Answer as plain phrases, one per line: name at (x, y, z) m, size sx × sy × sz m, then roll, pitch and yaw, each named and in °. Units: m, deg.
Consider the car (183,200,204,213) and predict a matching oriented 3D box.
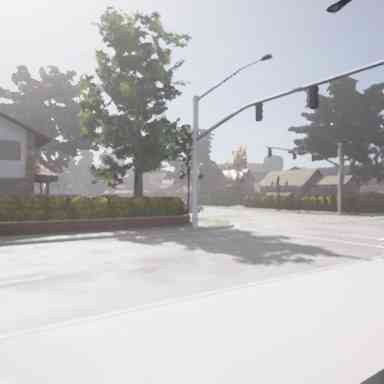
car at (-0.770, 1.751, 41.399) m, size 2.033 × 1.411 × 5.357 m, roll 1°, pitch 0°, yaw -36°
